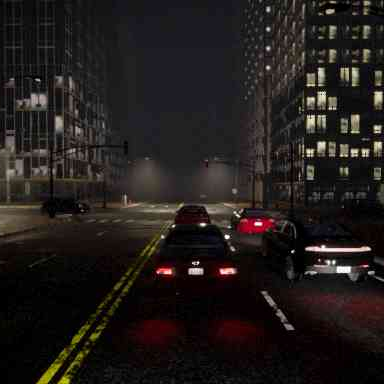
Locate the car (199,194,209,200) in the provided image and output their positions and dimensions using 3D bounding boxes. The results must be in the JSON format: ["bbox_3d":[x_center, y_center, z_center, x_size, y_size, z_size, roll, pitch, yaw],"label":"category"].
[{"bbox_3d":[3.057,1.509,81.459,1.895,1.301,4.718,0,0,0],"label":"car"}]

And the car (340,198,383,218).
[{"bbox_3d":[16.130,1.517,30.256,5.009,1.841,2.192,1,0,1],"label":"car"}]

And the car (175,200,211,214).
[{"bbox_3d":[0.061,1.467,18.609,1.882,1.535,5.008,0,0,1],"label":"car"}]

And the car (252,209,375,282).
[{"bbox_3d":[3.326,1.487,9.704,2.128,1.511,4.902,0,0,0],"label":"car"}]

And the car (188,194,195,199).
[{"bbox_3d":[-0.217,1.333,91.454,1.895,1.301,4.718,0,0,0],"label":"car"}]

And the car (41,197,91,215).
[{"bbox_3d":[-12.243,1.270,32.527,4.553,1.767,2.097,1,1,10],"label":"car"}]

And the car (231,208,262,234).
[{"bbox_3d":[3.306,1.554,18.504,1.994,1.385,4.181,0,0,0],"label":"car"}]

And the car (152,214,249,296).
[{"bbox_3d":[0.081,1.543,8.789,2.033,1.411,5.357,0,0,0],"label":"car"}]

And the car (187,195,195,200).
[{"bbox_3d":[-0.193,1.438,81.422,1.812,1.442,4.674,0,0,0],"label":"car"}]

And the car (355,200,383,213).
[{"bbox_3d":[21.719,1.641,38.555,4.829,1.417,1.752,1,0,1],"label":"car"}]

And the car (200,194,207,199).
[{"bbox_3d":[3.033,1.262,91.431,1.812,1.442,4.674,0,0,0],"label":"car"}]
